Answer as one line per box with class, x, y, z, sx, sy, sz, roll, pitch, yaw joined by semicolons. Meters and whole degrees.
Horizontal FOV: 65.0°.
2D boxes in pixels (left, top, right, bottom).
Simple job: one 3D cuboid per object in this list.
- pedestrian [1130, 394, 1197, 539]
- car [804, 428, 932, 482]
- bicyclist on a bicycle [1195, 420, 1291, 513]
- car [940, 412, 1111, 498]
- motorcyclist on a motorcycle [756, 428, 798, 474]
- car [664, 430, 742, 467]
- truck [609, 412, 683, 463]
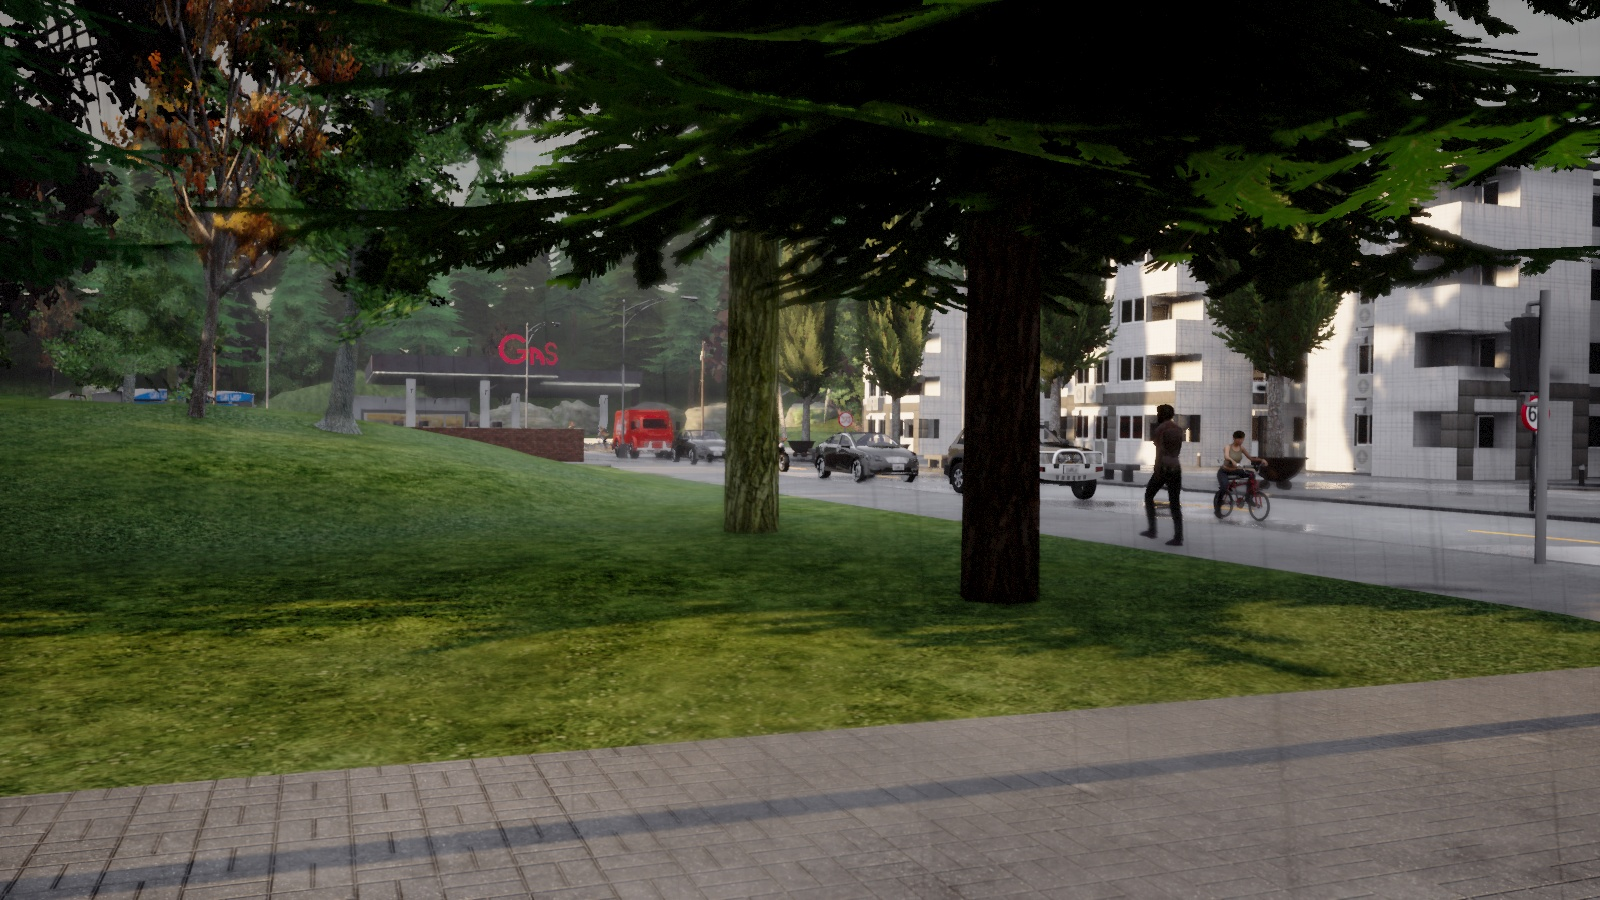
pedestrian;4.653;0.196;16.096;0.328;1.805;0.869;-1;1;-25
car;1.986;0.106;38.546;2.128;1.511;4.902;-1;1;-21
bicyclist on a bicycle;8.000;0.278;22.736;0.866;1.612;1.509;-1;1;-20
car;5.250;0.071;29.922;1.932;1.855;4.605;-1;1;-21
motorcyclist on a motorcycle;-0.862;0.008;46.063;0.766;1.649;2.350;-1;1;-21
car;-4.336;-0.097;55.233;2.128;1.511;4.902;-1;1;-21
truck;-8.029;-0.660;65.033;2.627;2.467;5.204;-1;1;-20
